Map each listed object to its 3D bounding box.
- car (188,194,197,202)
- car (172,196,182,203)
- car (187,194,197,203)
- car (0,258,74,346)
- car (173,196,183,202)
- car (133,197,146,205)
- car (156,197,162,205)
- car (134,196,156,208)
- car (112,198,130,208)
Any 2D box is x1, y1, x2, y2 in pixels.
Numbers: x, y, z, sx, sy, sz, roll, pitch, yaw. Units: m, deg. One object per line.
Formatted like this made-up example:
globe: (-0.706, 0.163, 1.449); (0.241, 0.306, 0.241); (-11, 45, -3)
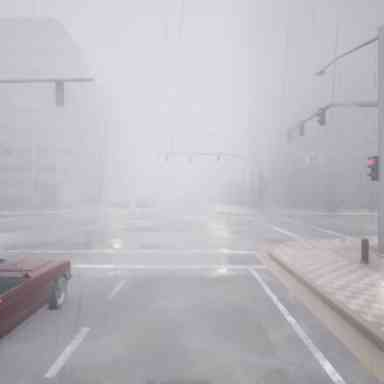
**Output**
car: (0.019, 1.417, 82.968); (2.150, 2.045, 5.566); (0, 0, 0)
car: (-3.483, 1.684, 73.437); (1.837, 1.490, 4.892); (0, 0, 0)
car: (0.017, 1.722, 72.867); (2.033, 1.411, 5.357); (0, 0, 0)
car: (-3.423, 1.614, 4.905); (1.895, 1.301, 4.718); (0, 0, 0)
car: (-3.481, 1.710, 82.765); (2.128, 1.511, 4.902); (0, 0, 0)
car: (-10.485, 1.677, 66.650); (1.837, 1.490, 4.892); (0, 0, 0)
car: (-6.999, 1.732, 65.020); (1.994, 1.385, 4.181); (0, 0, 0)
car: (-7.061, 1.677, 49.590); (2.033, 1.411, 5.357); (0, 0, 0)
car: (-10.558, 1.607, 49.562); (1.882, 1.535, 5.008); (0, 0, 0)
